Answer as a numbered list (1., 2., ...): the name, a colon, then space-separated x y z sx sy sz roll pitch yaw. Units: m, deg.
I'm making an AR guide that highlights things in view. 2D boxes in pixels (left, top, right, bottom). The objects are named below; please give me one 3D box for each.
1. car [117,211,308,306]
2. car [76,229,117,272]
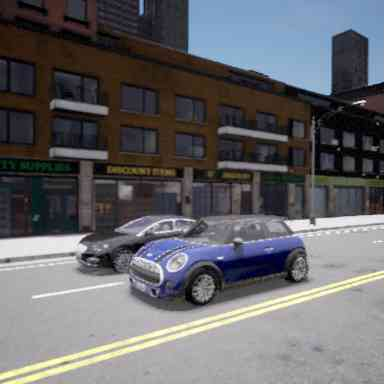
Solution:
1. car: 0.781 1.391 8.232 4.553 1.767 2.097 1 0 -35
2. car: -1.189 1.530 10.820 4.902 1.511 2.128 1 0 -36
